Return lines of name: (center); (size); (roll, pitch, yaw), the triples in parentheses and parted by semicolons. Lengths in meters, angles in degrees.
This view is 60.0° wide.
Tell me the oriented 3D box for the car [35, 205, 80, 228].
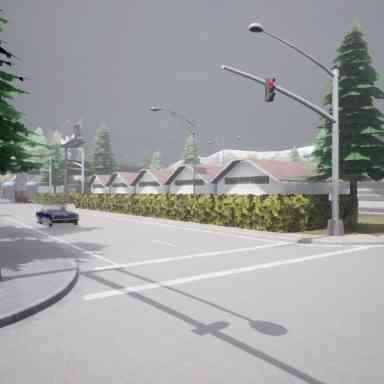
car: (-9.253, 1.591, 22.715); (1.895, 1.301, 4.718); (0, 0, -36)
